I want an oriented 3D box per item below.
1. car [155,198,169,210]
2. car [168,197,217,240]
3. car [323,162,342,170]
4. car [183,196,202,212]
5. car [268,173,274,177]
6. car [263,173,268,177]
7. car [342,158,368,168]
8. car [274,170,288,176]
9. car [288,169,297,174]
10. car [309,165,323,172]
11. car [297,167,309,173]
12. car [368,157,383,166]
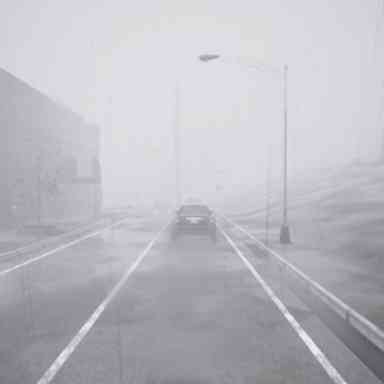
[{"bbox_3d":[-3.873,1.586,44.248,1.882,1.535,5.008,0,-1,-4],"label":"car"},{"bbox_3d":[0.095,1.347,17.221,2.097,1.767,4.553,0,0,0],"label":"car"},{"bbox_3d":[22.435,-3.768,50.342,2.097,1.535,5.008,0,1,-4],"label":"car"},{"bbox_3d":[0.072,1.403,39.115,2.097,1.767,4.553,0,-1,0],"label":"car"},{"bbox_3d":[21.356,-4.200,83.368,2.002,1.452,4.674,0,1,-1],"label":"car"},{"bbox_3d":[21.231,-4.432,89.041,2.185,1.767,4.553,0,1,-1],"label":"car"},{"bbox_3d":[22.904,-3.792,44.836,2.185,1.767,4.553,0,1,-5],"label":"car"},{"bbox_3d":[21.476,-4.302,77.875,2.185,1.767,4.553,0,1,-1],"label":"car"},{"bbox_3d":[21.717,-4.045,66.938,2.231,1.521,4.892,0,1,-1],"label":"car"},{"bbox_3d":[22.081,-3.830,55.879,2.002,1.452,4.674,0,1,-3],"label":"car"},{"bbox_3d":[21.847,-3.966,61.421,2.231,1.521,4.892,0,1,-1],"label":"car"},{"bbox_3d":[23.525,-3.532,39.146,2.163,1.488,4.792,0,1,-6],"label":"car"}]
